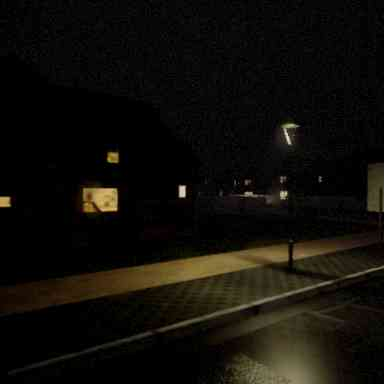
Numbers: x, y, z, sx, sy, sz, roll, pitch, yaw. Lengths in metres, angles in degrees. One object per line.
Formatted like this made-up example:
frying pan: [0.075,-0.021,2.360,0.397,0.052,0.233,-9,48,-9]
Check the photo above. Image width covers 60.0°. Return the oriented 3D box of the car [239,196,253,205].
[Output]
car: [7.629,1.288,44.551,2.128,1.511,4.902,0,0,-22]
